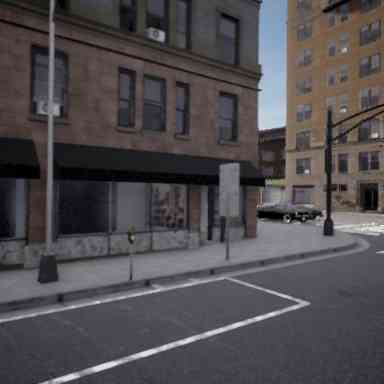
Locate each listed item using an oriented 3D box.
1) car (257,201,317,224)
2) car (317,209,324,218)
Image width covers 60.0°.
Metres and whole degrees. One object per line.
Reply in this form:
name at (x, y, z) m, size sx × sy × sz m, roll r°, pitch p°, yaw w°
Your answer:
car at (6.363, 1.513, 24.438) m, size 1.895 × 1.301 × 4.718 m, roll 1°, pitch 0°, yaw -35°
car at (8.124, 1.493, 27.592) m, size 2.033 × 1.411 × 5.357 m, roll 1°, pitch 0°, yaw -35°
